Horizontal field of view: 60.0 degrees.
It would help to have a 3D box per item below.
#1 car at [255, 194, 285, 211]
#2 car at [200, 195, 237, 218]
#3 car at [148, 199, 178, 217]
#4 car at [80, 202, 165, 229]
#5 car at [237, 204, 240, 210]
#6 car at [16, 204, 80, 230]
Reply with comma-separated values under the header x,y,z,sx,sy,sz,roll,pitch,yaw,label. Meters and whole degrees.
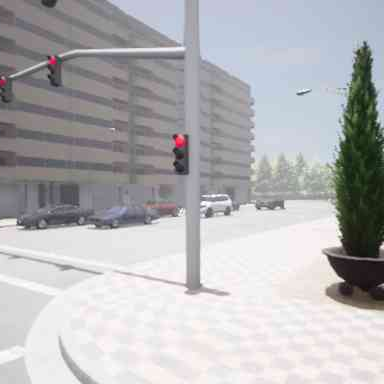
x,y,z,sx,sy,sz,roll,pitch,yaw,label
10.098,1.285,42.734,2.150,2.045,5.566,-1,1,36,car
1.733,1.293,31.295,2.150,2.045,5.566,-1,0,36,car
-3.311,1.451,30.311,2.097,1.767,4.553,-1,0,36,car
-4.521,1.620,22.645,2.033,1.411,5.357,-1,0,36,car
3.970,1.699,40.285,1.895,1.301,4.718,-1,0,36,car
-9.102,1.604,22.221,1.837,1.490,4.892,-1,0,35,car
